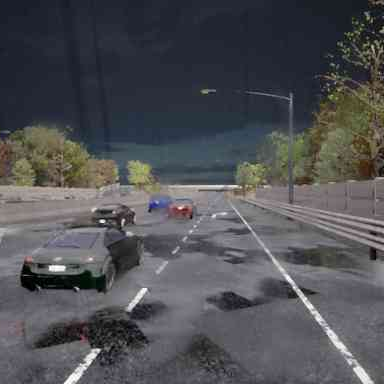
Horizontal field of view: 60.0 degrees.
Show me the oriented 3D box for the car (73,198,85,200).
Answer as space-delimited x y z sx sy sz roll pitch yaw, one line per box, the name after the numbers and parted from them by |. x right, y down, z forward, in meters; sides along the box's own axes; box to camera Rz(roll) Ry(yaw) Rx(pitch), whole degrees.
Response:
-16.735 1.566 49.312 1.812 1.442 4.674 0 0 5 | car

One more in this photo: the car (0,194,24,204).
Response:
-24.263 1.381 43.846 2.097 1.767 4.553 0 0 6 | car

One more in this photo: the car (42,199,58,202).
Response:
-20.413 1.637 47.523 1.895 1.301 4.718 0 0 5 | car

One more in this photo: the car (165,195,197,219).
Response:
-0.753 1.371 29.614 2.097 1.767 4.553 0 0 5 | car

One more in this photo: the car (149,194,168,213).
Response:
-3.496 1.248 38.185 2.150 2.045 5.566 0 0 4 | car

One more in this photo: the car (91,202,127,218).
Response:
-7.644 1.621 31.169 1.895 1.301 4.718 0 0 5 | car

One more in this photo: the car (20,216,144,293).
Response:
-2.635 1.568 8.946 1.994 1.385 4.181 0 0 5 | car

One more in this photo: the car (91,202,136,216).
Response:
-4.984 1.514 21.774 1.837 1.490 4.892 0 -1 5 | car
